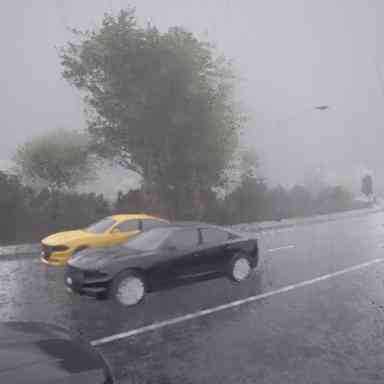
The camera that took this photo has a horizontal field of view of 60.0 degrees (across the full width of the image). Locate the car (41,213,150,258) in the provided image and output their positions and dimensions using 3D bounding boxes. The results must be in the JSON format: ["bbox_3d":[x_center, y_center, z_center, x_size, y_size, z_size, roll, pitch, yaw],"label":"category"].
[{"bbox_3d":[-2.334,1.506,11.158,5.008,1.535,1.882,0,0,-38],"label":"car"}]

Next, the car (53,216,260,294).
[{"bbox_3d":[-0.472,1.498,8.178,5.008,1.535,1.882,0,0,-38],"label":"car"}]

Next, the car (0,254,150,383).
[{"bbox_3d":[-2.856,1.513,1.821,4.892,1.490,1.837,0,0,-35],"label":"car"}]
